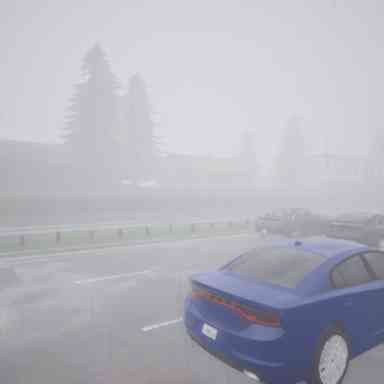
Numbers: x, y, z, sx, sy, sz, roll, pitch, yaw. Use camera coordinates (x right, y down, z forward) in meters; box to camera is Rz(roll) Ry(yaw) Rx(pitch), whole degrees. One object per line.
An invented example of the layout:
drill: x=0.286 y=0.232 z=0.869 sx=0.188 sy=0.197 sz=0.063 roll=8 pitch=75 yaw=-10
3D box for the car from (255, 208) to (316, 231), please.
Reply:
car: x=5.156 y=1.512 z=16.022 sx=4.902 sy=1.511 sz=2.128 roll=0 pitch=0 yaw=-35

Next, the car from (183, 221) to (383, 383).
car: x=2.221 y=1.485 z=5.335 sx=5.008 sy=1.535 sz=1.882 roll=0 pitch=0 yaw=-35

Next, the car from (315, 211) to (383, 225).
car: x=7.263 y=1.526 z=13.225 sx=4.892 sy=1.490 sz=1.837 roll=0 pitch=0 yaw=-35
